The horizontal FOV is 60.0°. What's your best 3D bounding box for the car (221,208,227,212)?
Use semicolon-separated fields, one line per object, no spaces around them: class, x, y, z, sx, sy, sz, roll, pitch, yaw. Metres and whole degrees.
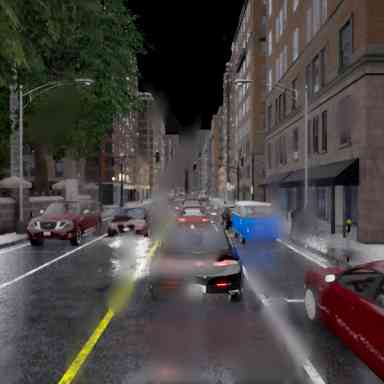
car;2.849;1.557;21.233;1.947;1.339;4.313;0;0;0

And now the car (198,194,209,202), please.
car;2.829;1.387;75.610;1.967;1.590;4.097;0;0;0

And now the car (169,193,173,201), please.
car;-5.694;1.493;70.120;1.887;1.381;4.507;0;0;0

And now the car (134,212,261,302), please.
car;0.097;1.490;8.261;2.128;1.511;4.902;0;0;0

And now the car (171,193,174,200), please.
car;-5.696;1.492;75.571;1.887;1.381;4.507;0;0;0

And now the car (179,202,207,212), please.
car;0.097;1.519;18.523;1.812;1.442;4.674;0;0;0

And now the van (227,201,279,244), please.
van;2.850;1.336;15.573;1.690;1.788;3.998;0;0;0

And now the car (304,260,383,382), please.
car;2.854;1.544;4.252;1.887;1.381;4.507;0;0;0

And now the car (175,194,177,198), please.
car;-5.700;1.497;86.472;2.008;1.369;4.403;0;0;0

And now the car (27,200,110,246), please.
car;-5.675;1.310;15.530;2.192;1.841;5.009;0;0;0

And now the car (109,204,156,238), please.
car;-3.076;1.558;17.598;1.994;1.385;4.181;0;0;0

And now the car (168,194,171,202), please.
car;-5.692;1.502;64.669;2.008;1.369;4.403;0;0;0

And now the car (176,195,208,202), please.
car;0.039;1.338;27.480;2.097;1.767;4.553;0;0;2

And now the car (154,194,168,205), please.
car;-5.690;1.480;59.049;1.752;1.417;4.829;0;0;0
